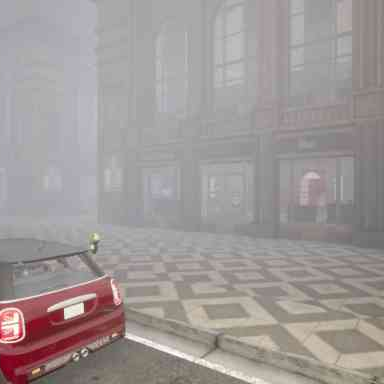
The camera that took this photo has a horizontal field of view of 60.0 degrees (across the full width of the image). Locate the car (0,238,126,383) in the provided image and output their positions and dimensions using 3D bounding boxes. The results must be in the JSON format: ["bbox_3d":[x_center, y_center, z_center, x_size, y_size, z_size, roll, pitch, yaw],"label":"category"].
[{"bbox_3d":[-2.983,1.440,5.092,4.097,1.590,1.967,0,0,36],"label":"car"}]
